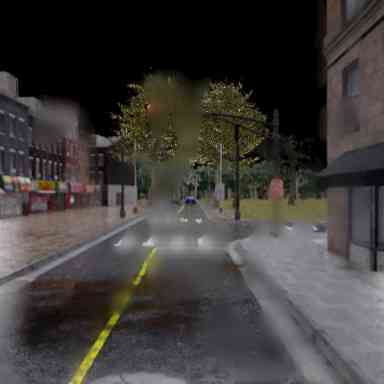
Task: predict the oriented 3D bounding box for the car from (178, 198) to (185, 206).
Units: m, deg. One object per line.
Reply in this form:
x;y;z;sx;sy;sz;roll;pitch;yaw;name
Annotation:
-2.870;1.694;58.238;2.033;1.411;5.357;0;0;0;car

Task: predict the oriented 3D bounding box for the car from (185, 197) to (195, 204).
-0.468;1.655;67.799;1.882;1.535;5.008;0;0;-6;car

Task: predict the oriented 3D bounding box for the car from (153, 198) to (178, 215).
-2.889;1.553;34.454;2.128;1.511;4.902;0;0;0;car
